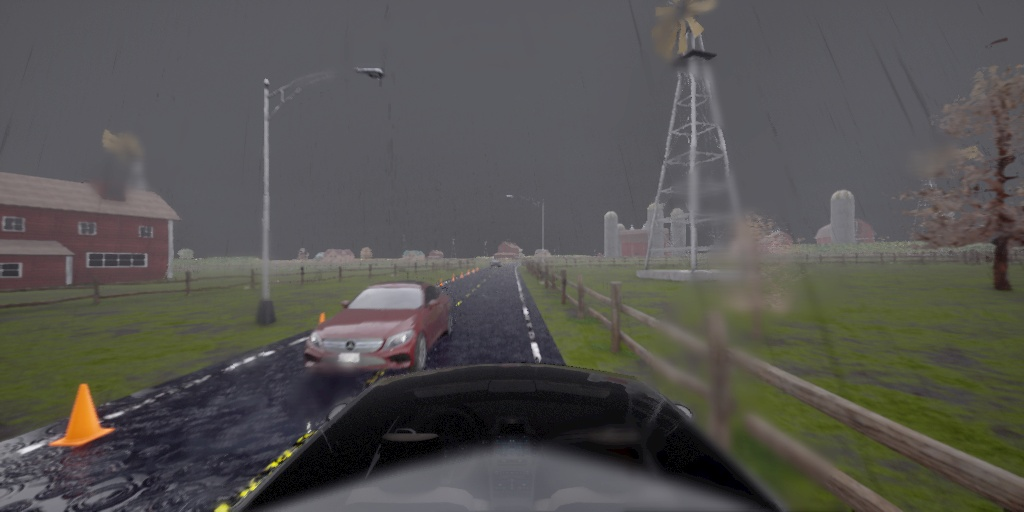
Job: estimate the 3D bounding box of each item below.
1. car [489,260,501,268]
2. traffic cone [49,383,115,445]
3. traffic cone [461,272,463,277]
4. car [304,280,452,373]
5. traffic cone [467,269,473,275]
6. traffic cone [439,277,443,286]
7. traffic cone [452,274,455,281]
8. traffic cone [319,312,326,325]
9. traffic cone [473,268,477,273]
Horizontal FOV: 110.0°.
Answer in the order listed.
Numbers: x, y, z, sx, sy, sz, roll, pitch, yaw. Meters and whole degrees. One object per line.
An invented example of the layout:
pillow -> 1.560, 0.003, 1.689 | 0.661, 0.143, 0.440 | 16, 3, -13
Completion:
car -> -3.018, 1.340, 62.200 | 2.033, 1.411, 5.357 | 0, 0, -8
traffic cone -> -4.725, 1.706, 3.955 | 0.340, 0.580, 0.340 | 0, 0, 0
traffic cone -> -4.732, 1.727, 33.957 | 0.340, 0.580, 0.340 | 0, 0, 0
car -> -2.451, 1.278, 7.736 | 1.812, 1.442, 4.674 | 0, 0, 0
traffic cone -> -4.733, 1.731, 38.958 | 0.340, 0.580, 0.340 | 0, 0, 0
traffic cone -> -4.730, 1.718, 23.956 | 0.340, 0.580, 0.340 | 0, 0, 0
traffic cone -> -4.731, 1.722, 28.957 | 0.340, 0.580, 0.340 | 0, 0, 0
traffic cone -> -4.726, 1.708, 8.955 | 0.340, 0.580, 0.340 | 0, 0, 0
traffic cone -> -4.734, 1.735, 43.958 | 0.340, 0.580, 0.340 | 0, 0, 0
